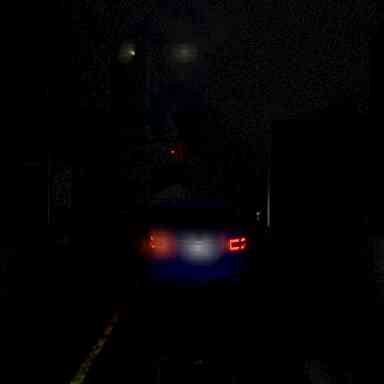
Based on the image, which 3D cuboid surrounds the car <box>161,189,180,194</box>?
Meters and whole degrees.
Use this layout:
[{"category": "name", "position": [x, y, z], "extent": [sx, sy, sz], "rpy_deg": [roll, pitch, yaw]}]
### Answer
[{"category": "car", "position": [-3.057, 0.852, 39.329], "extent": [2.097, 1.767, 4.553], "rpy_deg": [0, 2, 5]}]

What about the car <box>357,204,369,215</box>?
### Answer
[{"category": "car", "position": [18.234, 1.525, 32.436], "extent": [4.206, 1.307, 1.802], "rpy_deg": [1, 0, 0]}]

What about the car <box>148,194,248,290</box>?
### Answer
[{"category": "car", "position": [0.116, 1.195, 9.142], "extent": [2.150, 2.045, 5.566], "rpy_deg": [0, 0, 0]}]

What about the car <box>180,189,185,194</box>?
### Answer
[{"category": "car", "position": [-2.618, 0.543, 55.067], "extent": [2.128, 1.511, 4.902], "rpy_deg": [0, 2, 2]}]

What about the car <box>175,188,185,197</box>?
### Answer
[{"category": "car", "position": [-2.487, 0.080, 69.382], "extent": [1.882, 1.535, 5.008], "rpy_deg": [0, 2, 0]}]

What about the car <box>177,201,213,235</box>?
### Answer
[{"category": "car", "position": [0.128, 1.389, 19.168], "extent": [1.837, 1.490, 4.892], "rpy_deg": [0, 1, 0]}]

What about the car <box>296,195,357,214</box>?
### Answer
[{"category": "car", "position": [12.836, 1.181, 32.446], "extent": [5.009, 1.841, 2.192], "rpy_deg": [1, 0, 0]}]
